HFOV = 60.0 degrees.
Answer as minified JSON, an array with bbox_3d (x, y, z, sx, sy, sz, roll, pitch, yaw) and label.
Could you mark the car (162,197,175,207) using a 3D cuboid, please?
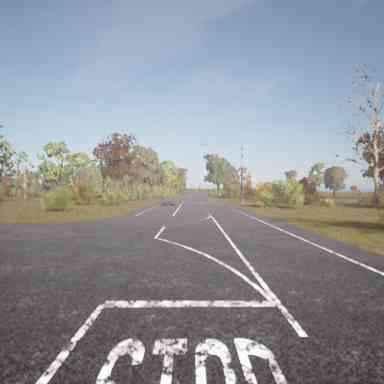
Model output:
[{"bbox_3d":[-3.567,1.459,50.998,2.033,1.411,5.357,0,0,0],"label":"car"}]
